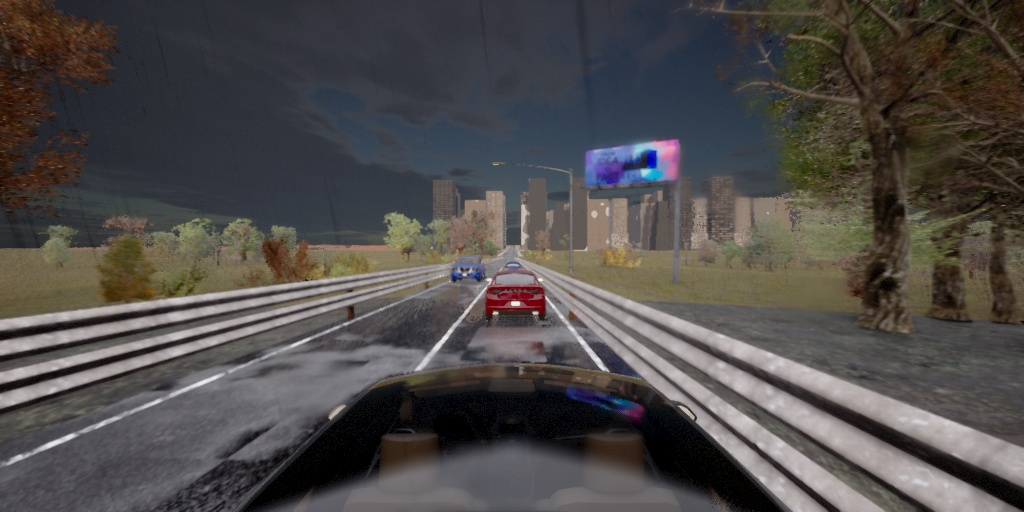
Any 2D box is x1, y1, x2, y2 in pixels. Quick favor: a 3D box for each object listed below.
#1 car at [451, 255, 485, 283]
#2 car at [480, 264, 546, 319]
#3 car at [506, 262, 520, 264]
[{"bbox_3d":[-3.301,0.966,27.944,2.150,2.045,5.566,0,0,0],"label":"car"},{"bbox_3d":[0.105,1.224,12.803,1.882,1.535,5.008,0,0,0],"label":"car"},{"bbox_3d":[0.112,1.266,33.482,1.812,1.442,4.674,0,0,0],"label":"car"}]
